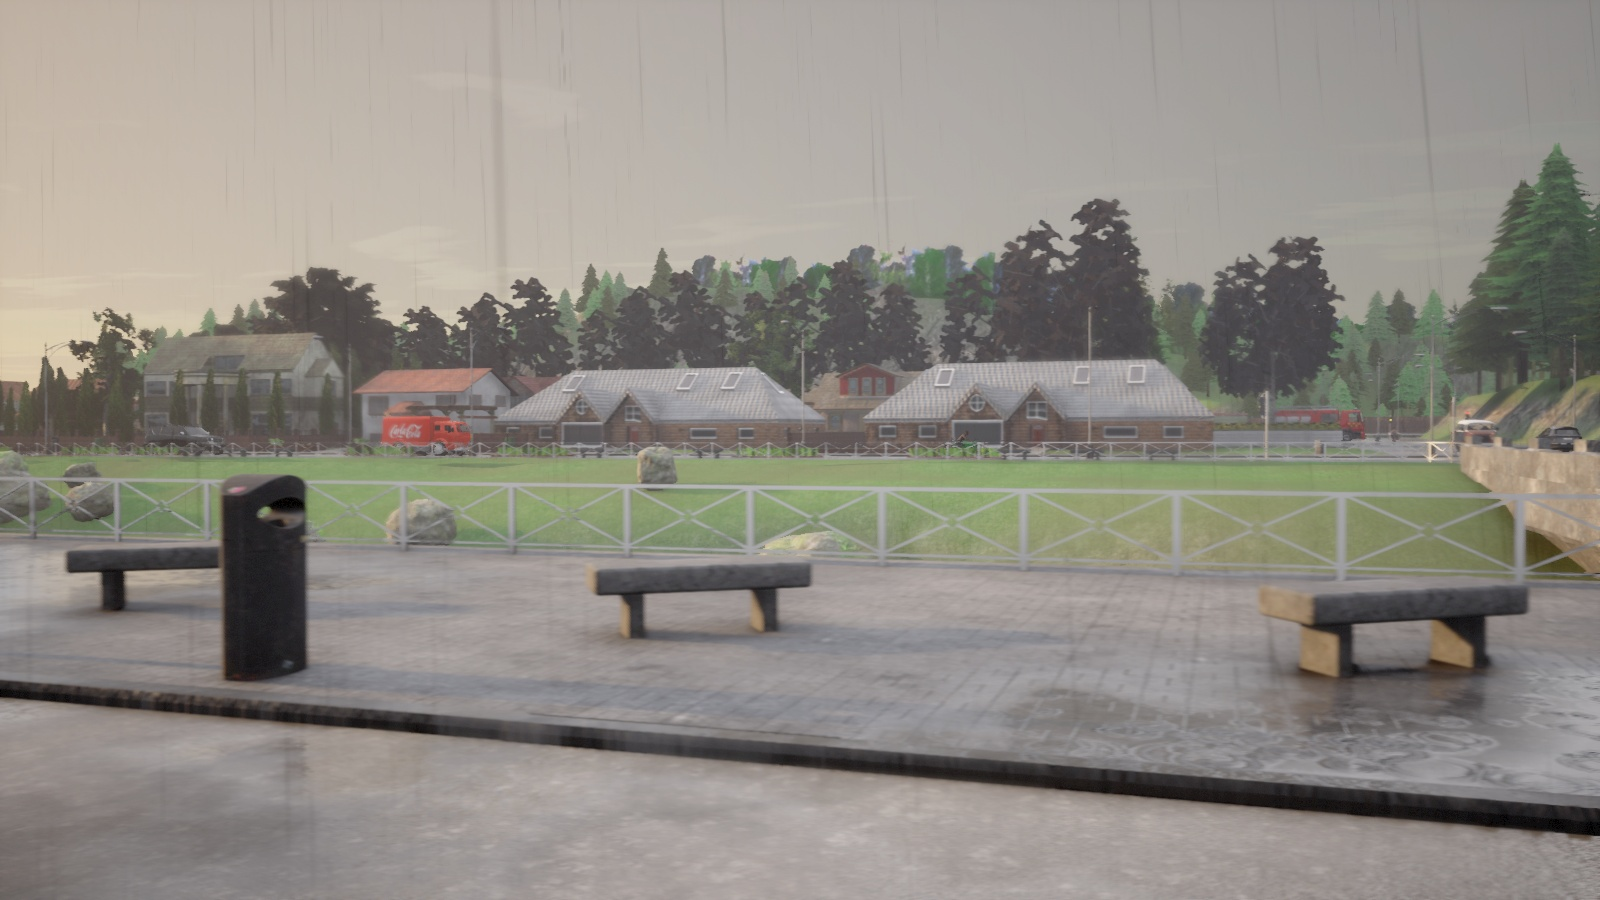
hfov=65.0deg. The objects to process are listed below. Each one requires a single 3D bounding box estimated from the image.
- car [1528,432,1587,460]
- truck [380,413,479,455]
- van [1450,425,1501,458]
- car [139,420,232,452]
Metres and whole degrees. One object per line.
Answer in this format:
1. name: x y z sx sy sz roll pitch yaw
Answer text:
1. car: 45.554 -0.283 75.591 2.033 1.649 4.856 1 1 19
2. truck: -22.525 -0.967 76.336 5.204 2.467 2.627 1 1 19
3. van: 42.563 -0.559 79.248 2.069 2.038 4.480 1 1 19
4. car: -40.274 -0.924 82.315 5.566 2.045 2.150 1 1 19
